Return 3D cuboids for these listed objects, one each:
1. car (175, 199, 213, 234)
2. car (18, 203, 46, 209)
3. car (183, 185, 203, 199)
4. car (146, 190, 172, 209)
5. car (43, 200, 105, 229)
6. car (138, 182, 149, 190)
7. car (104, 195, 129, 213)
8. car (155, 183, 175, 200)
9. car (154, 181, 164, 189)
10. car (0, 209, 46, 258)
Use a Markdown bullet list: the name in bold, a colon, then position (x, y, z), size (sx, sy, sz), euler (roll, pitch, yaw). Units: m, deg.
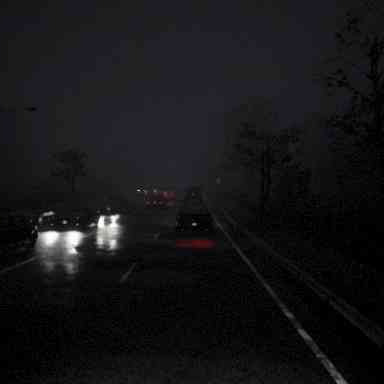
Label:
- **car**: position (0.109, 1.392, 18.517), size (1.882, 1.535, 5.008), euler (0, 0, 0)
- **car**: position (-10.577, 1.423, 22.387), size (1.994, 1.385, 4.181), euler (0, 1, 0)
- **car**: position (0.124, 0.184, 41.088), size (2.150, 2.045, 5.566), euler (0, 4, 0)
- **car**: position (-3.483, 0.922, 33.712), size (2.033, 1.411, 5.357), euler (0, 3, 0)
- **car**: position (-7.079, 1.457, 20.495), size (1.994, 1.385, 4.181), euler (0, 1, 1)
- **car**: position (-10.464, -1.382, 72.321), size (1.882, 1.535, 5.008), euler (0, 3, 0)
- **car**: position (-7.035, 1.036, 30.604), size (2.128, 1.511, 4.902), euler (0, 3, 0)
- **car**: position (-3.458, 0.037, 45.982), size (2.097, 1.767, 4.553), euler (0, 3, 0)
- **car**: position (-6.964, -1.506, 72.343), size (2.097, 1.767, 4.553), euler (0, 3, 0)
- **car**: position (-7.101, 1.513, 11.604), size (1.994, 1.385, 4.181), euler (0, 0, -1)
